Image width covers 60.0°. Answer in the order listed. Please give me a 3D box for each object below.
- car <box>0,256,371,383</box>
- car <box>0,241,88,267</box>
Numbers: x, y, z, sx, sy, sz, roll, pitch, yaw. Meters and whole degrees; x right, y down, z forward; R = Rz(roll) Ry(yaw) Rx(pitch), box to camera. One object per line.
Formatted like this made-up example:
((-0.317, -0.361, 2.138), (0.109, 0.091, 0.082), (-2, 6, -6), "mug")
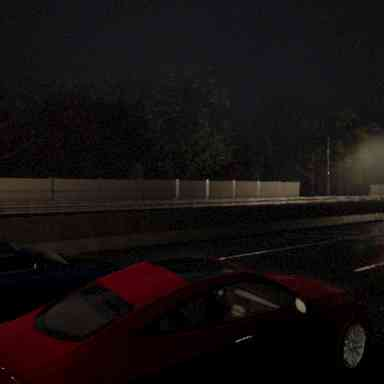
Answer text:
((0.192, 1.512, 3.882), (4.674, 1.442, 1.812), (0, 0, -35), "car")
((-3.247, 1.560, 5.730), (4.181, 1.385, 1.994), (0, 0, -35), "car")
